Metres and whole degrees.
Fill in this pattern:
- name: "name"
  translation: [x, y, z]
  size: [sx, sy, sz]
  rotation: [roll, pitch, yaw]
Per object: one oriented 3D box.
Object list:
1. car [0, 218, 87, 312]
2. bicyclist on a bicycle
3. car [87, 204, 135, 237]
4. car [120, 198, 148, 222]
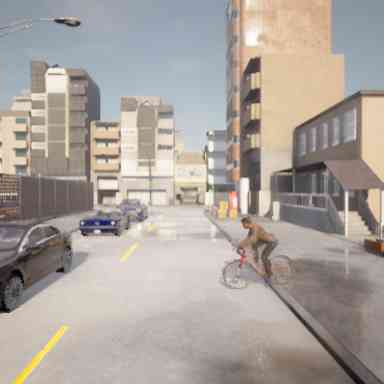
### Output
- name: "car"
  translation: [-4.273, 1.471, 7.689]
  size: [2.128, 1.511, 4.902]
  rotation: [0, 0, -1]
- name: "bicyclist on a bicycle"
  translation: [1.463, 1.366, 7.527]
  size: [1.656, 1.620, 0.582]
  rotation: [-6, 0, -1]
- name: "car"
  translation: [-4.520, 1.551, 17.912]
  size: [1.895, 1.301, 4.718]
  rotation: [0, 0, -1]
- name: "car"
  translation: [-4.620, 1.282, 25.409]
  size: [2.097, 1.767, 4.553]
  rotation: [0, 0, -1]
